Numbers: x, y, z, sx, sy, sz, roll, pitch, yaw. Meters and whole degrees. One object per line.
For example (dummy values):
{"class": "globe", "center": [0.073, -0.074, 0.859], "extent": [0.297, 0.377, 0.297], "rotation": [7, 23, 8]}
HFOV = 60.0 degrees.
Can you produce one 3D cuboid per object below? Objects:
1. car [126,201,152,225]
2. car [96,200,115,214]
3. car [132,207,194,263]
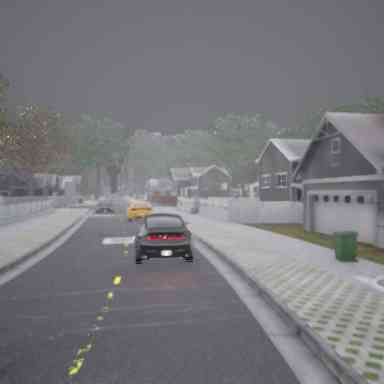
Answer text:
{"class": "car", "center": [-4.254, 1.486, 27.015], "extent": [1.882, 1.535, 5.008], "rotation": [0, 0, -13]}
{"class": "car", "center": [-9.303, 1.577, 35.949], "extent": [2.033, 1.411, 5.357], "rotation": [0, 0, -13]}
{"class": "car", "center": [-1.105, 1.507, 12.005], "extent": [1.837, 1.490, 4.892], "rotation": [0, 0, -9]}
